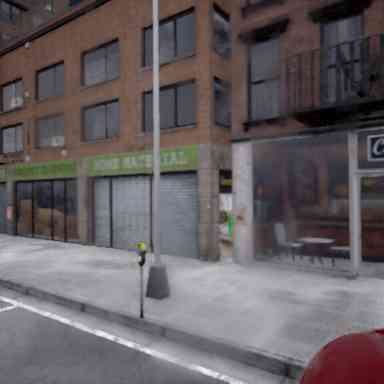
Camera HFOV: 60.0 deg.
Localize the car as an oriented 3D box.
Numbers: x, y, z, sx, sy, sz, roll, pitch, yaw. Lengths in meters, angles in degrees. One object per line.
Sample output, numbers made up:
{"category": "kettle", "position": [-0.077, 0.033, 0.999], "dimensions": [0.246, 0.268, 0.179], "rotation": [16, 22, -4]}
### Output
{"category": "car", "position": [2.717, 1.295, 0.872], "dimensions": [5.009, 1.841, 2.192], "rotation": [-1, 0, 36]}
